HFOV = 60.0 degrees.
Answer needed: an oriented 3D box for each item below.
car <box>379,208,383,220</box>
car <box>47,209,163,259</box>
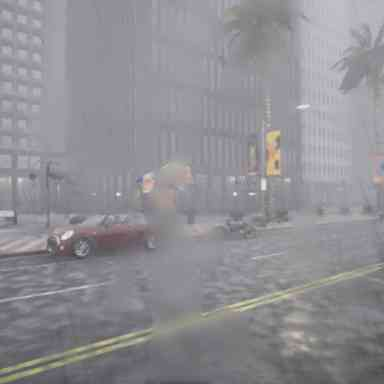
[{"bbox_3d":[19.706,1.909,31.846,4.892,1.521,2.231,0,-1,-38],"label":"car"},{"bbox_3d":[-3.537,1.593,13.886,4.553,1.767,2.185,0,-1,-38],"label":"car"}]
